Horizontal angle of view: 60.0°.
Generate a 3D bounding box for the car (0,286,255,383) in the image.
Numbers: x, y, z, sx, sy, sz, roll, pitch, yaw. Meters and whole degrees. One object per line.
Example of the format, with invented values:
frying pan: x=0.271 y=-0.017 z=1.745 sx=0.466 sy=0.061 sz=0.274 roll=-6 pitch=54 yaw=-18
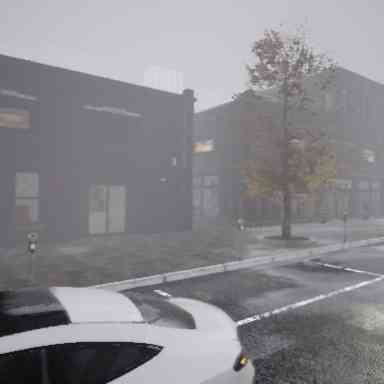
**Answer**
car: x=-1.595 y=1.526 z=2.230 sx=4.674 sy=1.442 sz=1.812 roll=0 pitch=0 yaw=-35
